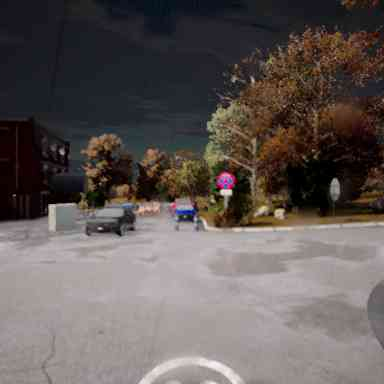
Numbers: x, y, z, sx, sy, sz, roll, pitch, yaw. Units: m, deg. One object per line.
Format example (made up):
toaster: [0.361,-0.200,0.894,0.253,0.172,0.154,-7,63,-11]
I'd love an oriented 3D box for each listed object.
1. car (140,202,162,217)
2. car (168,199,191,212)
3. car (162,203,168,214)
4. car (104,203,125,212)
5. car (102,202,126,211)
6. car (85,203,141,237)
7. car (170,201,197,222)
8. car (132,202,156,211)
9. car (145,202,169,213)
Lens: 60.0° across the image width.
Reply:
car: [-5.079,1.940,38.770,2.097,1.767,4.553,0,-1,-10]
car: [-1.000,1.755,36.529,2.435,2.045,5.566,0,-1,-7]
car: [-3.449,2.281,47.685,2.231,1.521,4.892,0,-1,-18]
car: [-13.919,2.785,59.499,1.994,1.385,4.181,0,-2,-38]
car: [-15.745,2.937,66.745,4.892,1.521,2.231,-4,-2,42]
car: [-4.451,1.582,18.919,1.882,1.535,5.008,0,-1,2]
car: [-0.642,1.879,30.541,2.097,1.535,5.008,0,-1,-1]
car: [-8.403,2.532,57.856,2.231,1.521,4.892,0,-1,-35]
car: [-5.653,2.411,52.984,2.097,1.535,5.008,0,-2,-27]
